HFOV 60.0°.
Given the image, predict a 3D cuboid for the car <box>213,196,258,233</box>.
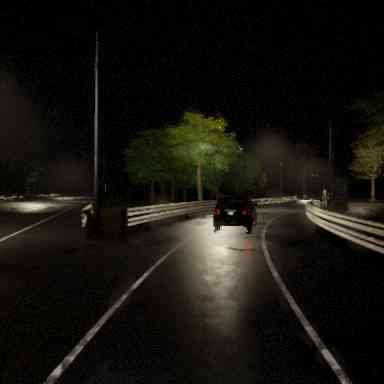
[{"bbox_3d":[2.704,1.233,20.180,2.150,2.045,5.566,0,0,14],"label":"car"}]
